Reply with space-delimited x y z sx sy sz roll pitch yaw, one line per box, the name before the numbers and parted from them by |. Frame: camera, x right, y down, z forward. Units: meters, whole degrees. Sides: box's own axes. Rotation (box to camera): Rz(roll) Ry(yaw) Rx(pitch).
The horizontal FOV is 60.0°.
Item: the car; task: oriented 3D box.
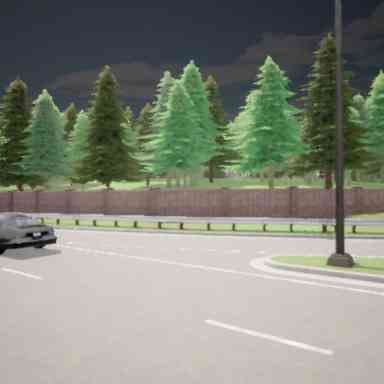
car | -7.817 1.643 13.818 5.357 1.411 2.033 0 0 35
